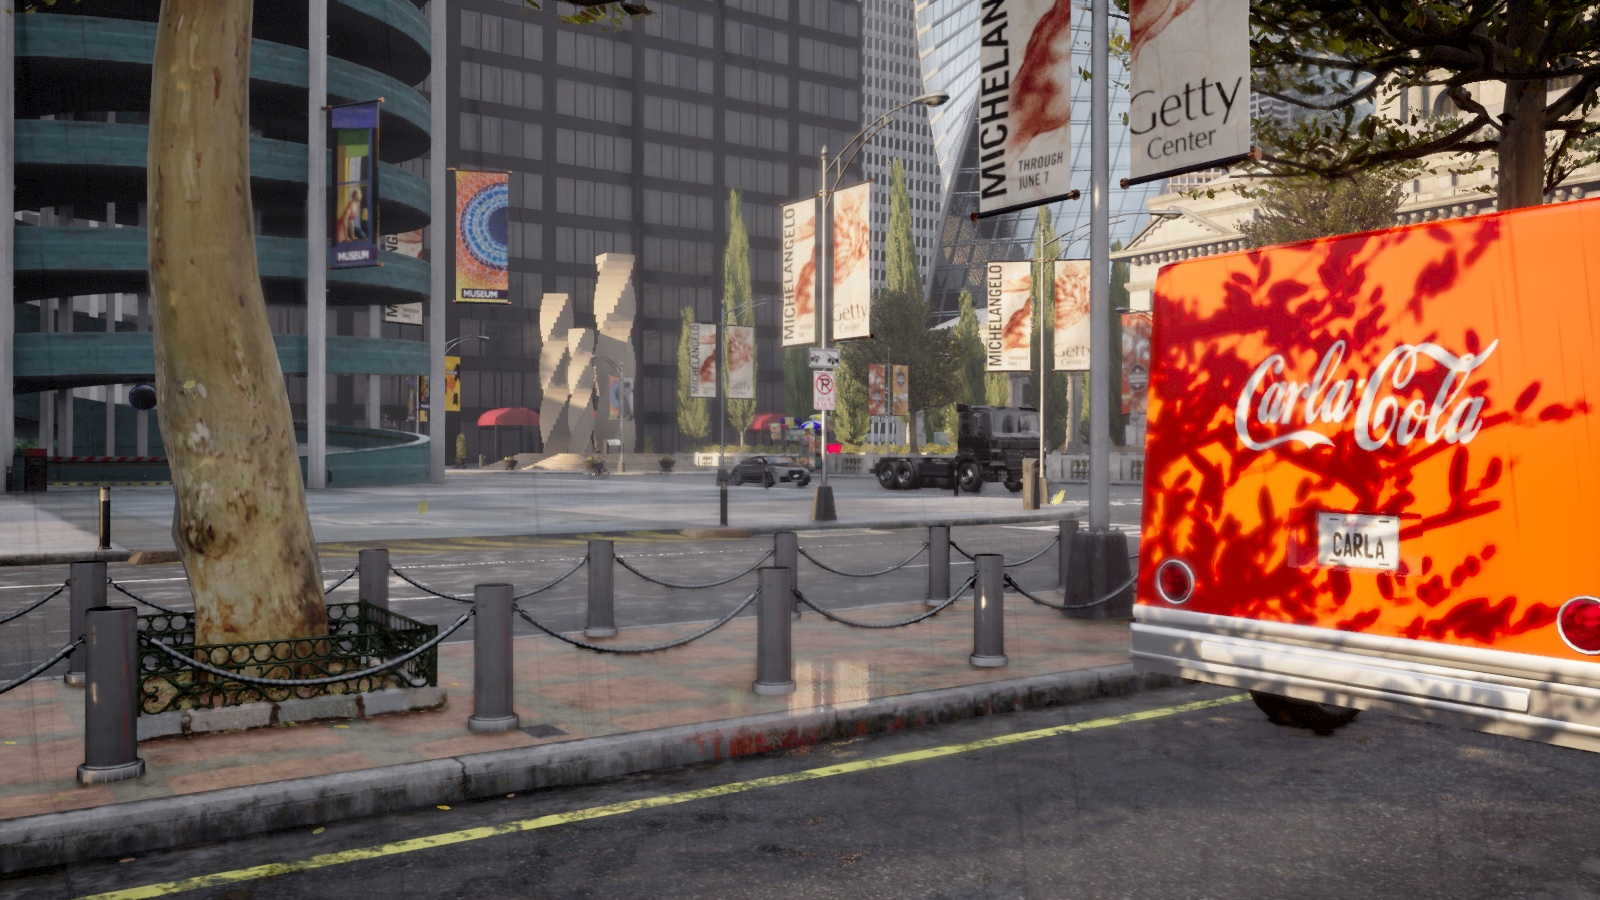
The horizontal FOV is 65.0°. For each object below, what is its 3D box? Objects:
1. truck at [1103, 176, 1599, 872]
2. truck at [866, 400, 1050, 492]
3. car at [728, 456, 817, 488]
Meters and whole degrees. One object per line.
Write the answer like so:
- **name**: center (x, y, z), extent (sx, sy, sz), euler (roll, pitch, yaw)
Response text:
- **truck**: center (4.416, 0.265, 6.736), extent (5.204, 2.467, 2.627), euler (0, 0, -35)
- **truck**: center (6.281, -0.125, 51.367), extent (2.891, 3.462, 7.936), euler (0, 0, -35)
- **car**: center (-1.263, 0.948, 56.071), extent (1.994, 1.385, 4.181), euler (0, 0, -35)
